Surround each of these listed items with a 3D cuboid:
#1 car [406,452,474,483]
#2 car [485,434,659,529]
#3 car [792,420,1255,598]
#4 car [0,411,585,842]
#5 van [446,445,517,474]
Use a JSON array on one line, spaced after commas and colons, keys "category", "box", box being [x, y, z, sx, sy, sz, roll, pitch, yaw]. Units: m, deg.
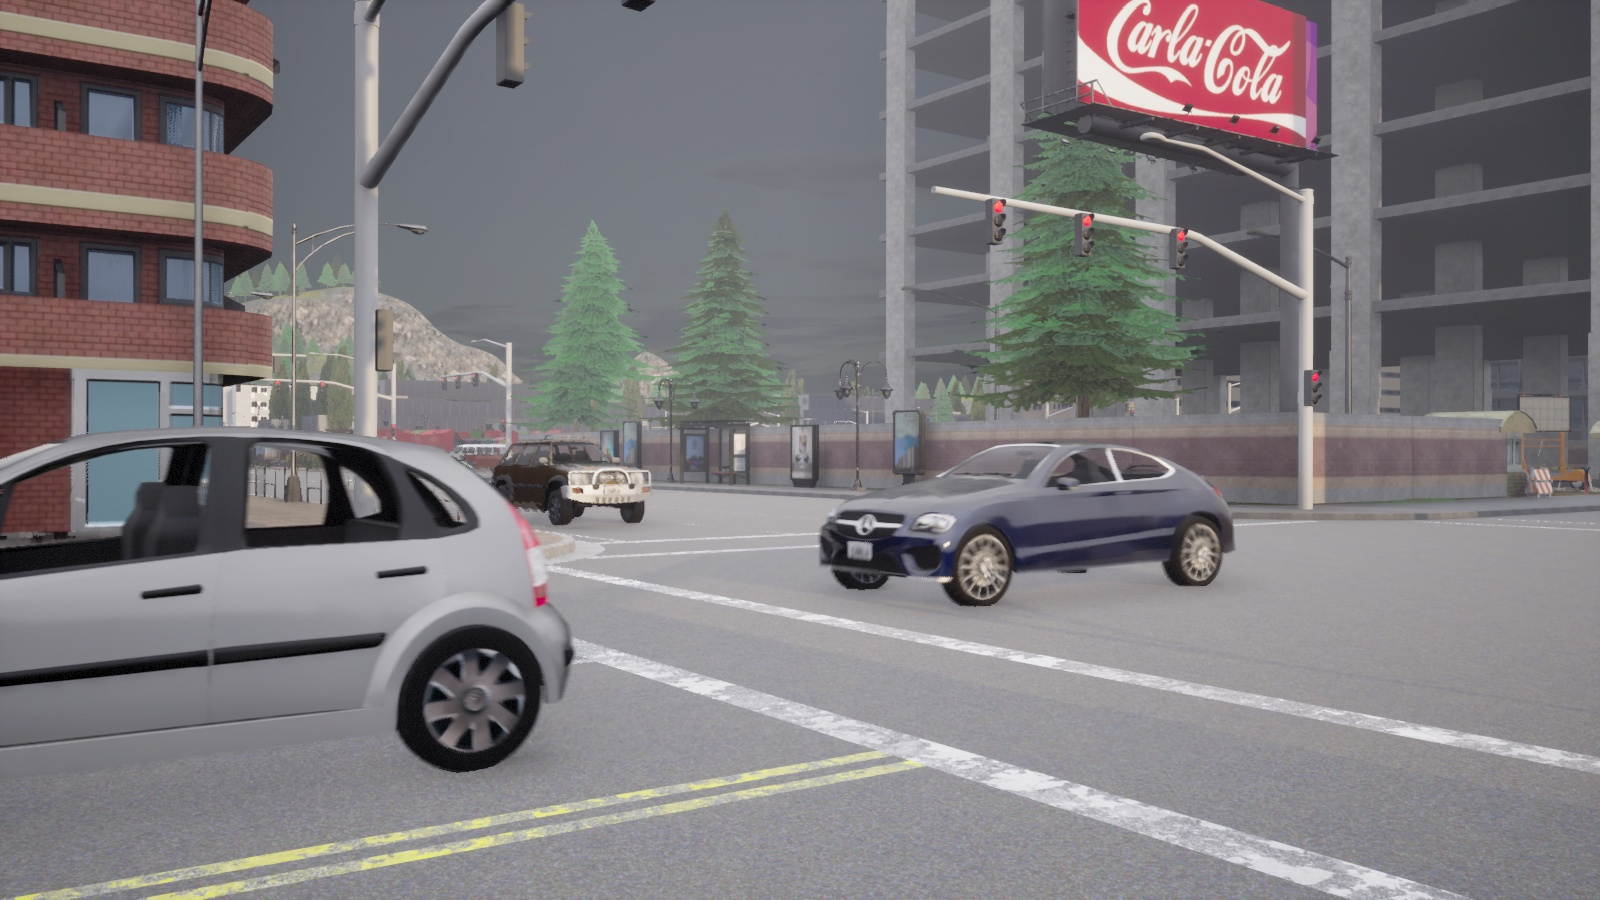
[{"category": "car", "box": [-18.486, 0.888, 64.403, 2.007, 1.525, 4.514, 0, 0, -35]}, {"category": "car", "box": [-5.002, 0.639, 27.025, 1.932, 1.855, 4.605, 0, 0, -35]}, {"category": "car", "box": [2.592, 0.552, 13.995, 5.027, 1.651, 2.152, 0, 0, -35]}, {"category": "car", "box": [-3.208, 0.664, 5.691, 3.988, 1.617, 1.851, 0, 0, -35]}, {"category": "van", "box": [-22.778, 0.681, 89.898, 4.480, 2.038, 2.069, 0, 0, -35]}]
